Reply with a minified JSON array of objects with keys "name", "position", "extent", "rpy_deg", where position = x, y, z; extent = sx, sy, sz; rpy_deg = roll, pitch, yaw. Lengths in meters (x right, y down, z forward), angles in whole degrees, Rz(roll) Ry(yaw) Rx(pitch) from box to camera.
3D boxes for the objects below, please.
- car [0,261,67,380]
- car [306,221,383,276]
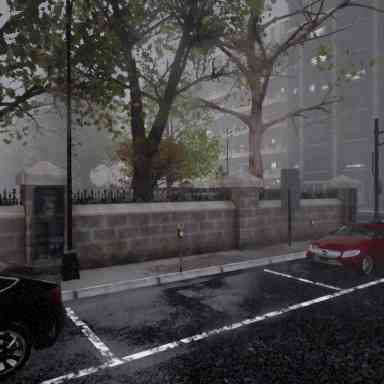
[{"name":"car","position":[-3.757,1.566,3.912],"extent":[4.313,1.339,1.947],"rpy_deg":[0,0,-35]},{"name":"car","position":[5.319,1.581,10.251],"extent":[4.206,1.307,1.802],"rpy_deg":[0,0,-35]}]
